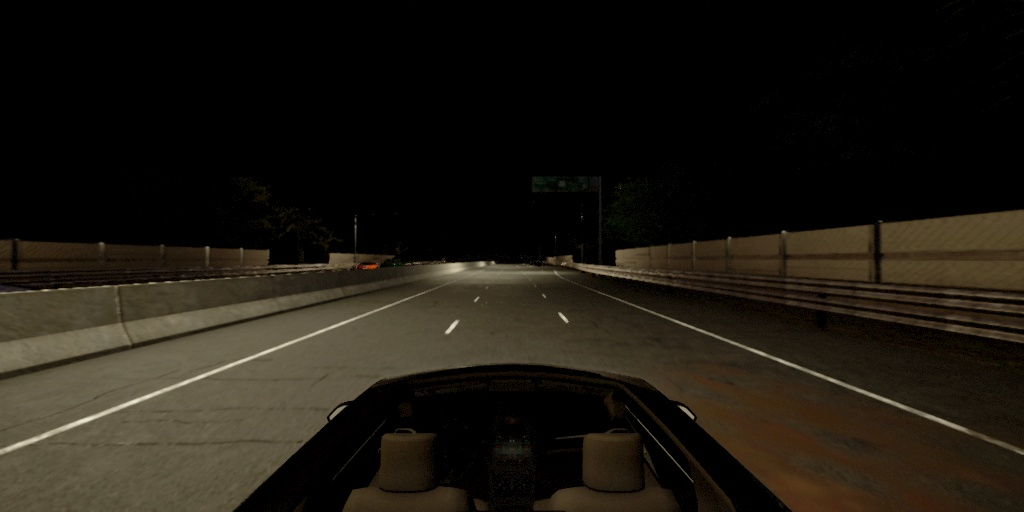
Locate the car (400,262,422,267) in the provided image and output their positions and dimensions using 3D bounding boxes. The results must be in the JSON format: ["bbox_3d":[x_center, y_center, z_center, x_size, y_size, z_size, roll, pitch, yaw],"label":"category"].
[{"bbox_3d":[-14.053,1.789,52.112,2.033,1.411,5.357,0,-1,1],"label":"car"}]

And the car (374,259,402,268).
[{"bbox_3d":[-17.553,1.462,52.185,2.150,2.045,5.566,0,0,1],"label":"car"}]

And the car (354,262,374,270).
[{"bbox_3d":[-21.053,1.594,52.089,2.097,1.767,4.553,0,-1,0],"label":"car"}]

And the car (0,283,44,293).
[{"bbox_3d":[-14.102,1.384,9.075,1.994,1.385,4.181,0,-1,0],"label":"car"}]
